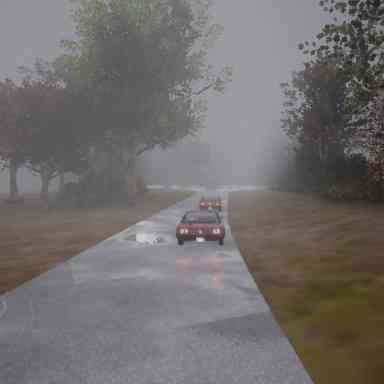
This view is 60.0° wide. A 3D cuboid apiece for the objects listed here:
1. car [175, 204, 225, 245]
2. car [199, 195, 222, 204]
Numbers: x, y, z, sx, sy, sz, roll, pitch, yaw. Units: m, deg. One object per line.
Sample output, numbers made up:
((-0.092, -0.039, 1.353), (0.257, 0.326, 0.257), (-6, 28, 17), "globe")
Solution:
((0.439, 1.435, 14.546), (1.895, 1.301, 4.718), (0, 1, 3), "car")
((1.715, 0.922, 29.404), (1.895, 1.301, 4.718), (0, 3, 6), "car")
